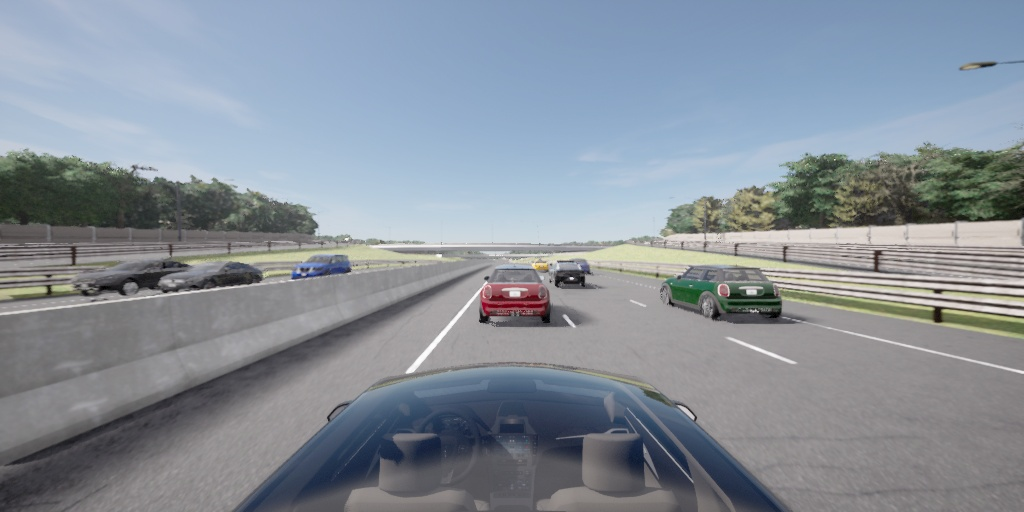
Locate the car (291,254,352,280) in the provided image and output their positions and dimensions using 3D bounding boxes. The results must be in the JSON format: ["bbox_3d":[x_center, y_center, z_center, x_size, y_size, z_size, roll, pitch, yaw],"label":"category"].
[{"bbox_3d":[-14.168,0.904,27.154,2.150,2.045,5.566,0,0,0],"label":"car"}]

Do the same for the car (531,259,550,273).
[{"bbox_3d":[3.400,1.142,44.007,1.801,1.575,5.366,0,0,-1],"label":"car"}]

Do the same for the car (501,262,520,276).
[{"bbox_3d":[-0.130,1.276,37.683,1.895,1.301,4.718,0,0,0],"label":"car"}]

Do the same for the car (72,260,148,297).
[{"bbox_3d":[-17.530,0.932,17.113,1.837,1.490,4.892,0,0,0],"label":"car"}]

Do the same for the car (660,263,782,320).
[{"bbox_3d":[7.079,1.080,12.723,2.097,1.767,4.553,0,0,0],"label":"car"}]

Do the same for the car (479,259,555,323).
[{"bbox_3d":[0.081,1.082,12.235,2.097,1.767,4.553,0,0,0],"label":"car"}]

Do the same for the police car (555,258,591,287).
[{"bbox_3d":[3.539,1.117,23.847,1.930,1.638,5.238,0,0,0],"label":"police car"}]

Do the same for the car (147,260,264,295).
[{"bbox_3d":[-14.030,0.956,17.125,1.812,1.442,4.674,0,0,0],"label":"car"}]
